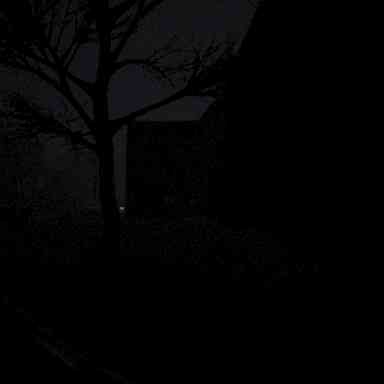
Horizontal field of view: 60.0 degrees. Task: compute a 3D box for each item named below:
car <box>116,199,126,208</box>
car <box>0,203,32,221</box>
[{"bbox_3d":[-13.457,2.245,65.076,1.837,1.490,4.892,1,0,15],"label":"car"},{"bbox_3d":[-16.236,1.715,30.205,1.882,1.535,5.008,1,-1,-5],"label":"car"}]
